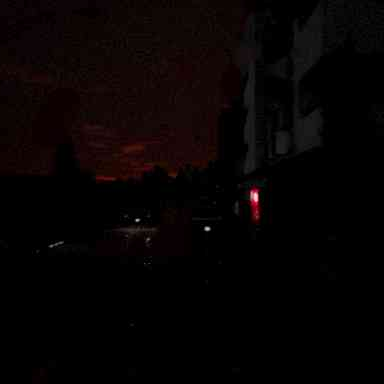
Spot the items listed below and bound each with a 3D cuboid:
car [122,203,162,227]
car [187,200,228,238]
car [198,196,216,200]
[{"bbox_3d":[-3.106,1.438,21.380,1.994,1.385,4.181,0,0,2],"label":"car"},{"bbox_3d":[0.783,1.365,16.894,2.128,1.511,4.902,0,0,3],"label":"car"},{"bbox_3d":[1.698,1.223,37.707,1.837,1.490,4.892,0,1,3],"label":"car"}]
